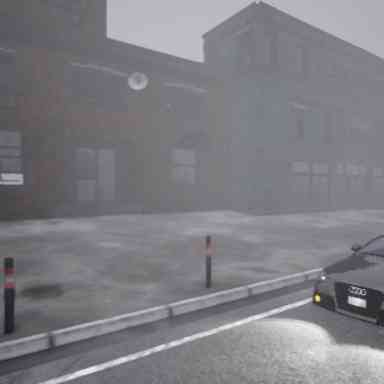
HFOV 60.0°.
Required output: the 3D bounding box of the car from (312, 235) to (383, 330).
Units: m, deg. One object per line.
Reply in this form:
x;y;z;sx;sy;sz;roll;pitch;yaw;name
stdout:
4.215;1.530;6.382;4.181;1.385;1.994;0;0;-35;car
